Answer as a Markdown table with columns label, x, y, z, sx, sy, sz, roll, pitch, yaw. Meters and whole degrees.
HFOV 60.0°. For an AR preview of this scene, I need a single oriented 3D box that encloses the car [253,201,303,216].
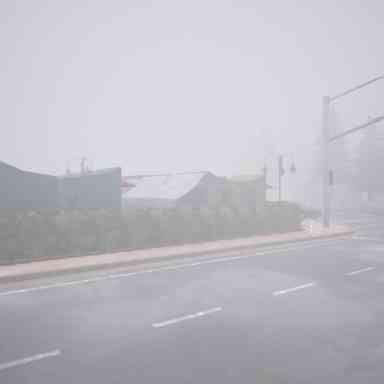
| label | x | y | z | sx | sy | sz | roll | pitch | yaw |
| --- | --- | --- | --- | --- | --- | --- | --- | --- | --- |
| car | 8.613 | 1.600 | 33.747 | 1.895 | 1.301 | 4.718 | 0 | 0 | -37 |

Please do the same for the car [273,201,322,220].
| label | x | y | z | sx | sy | sz | roll | pitch | yaw |
| --- | --- | --- | --- | --- | --- | --- | --- | --- | --- |
| car | 8.505 | 1.505 | 28.065 | 1.837 | 1.490 | 4.892 | 0 | 0 | -37 |
